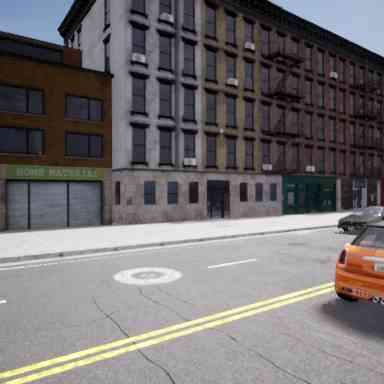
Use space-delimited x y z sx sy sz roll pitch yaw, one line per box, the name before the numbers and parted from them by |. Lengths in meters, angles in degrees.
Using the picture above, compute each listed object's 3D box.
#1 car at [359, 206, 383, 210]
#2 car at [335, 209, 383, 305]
car | 10.567 1.544 19.116 5.357 1.411 2.033 0 0 -35
car | 5.088 1.350 7.034 4.553 1.767 2.097 0 0 -35
